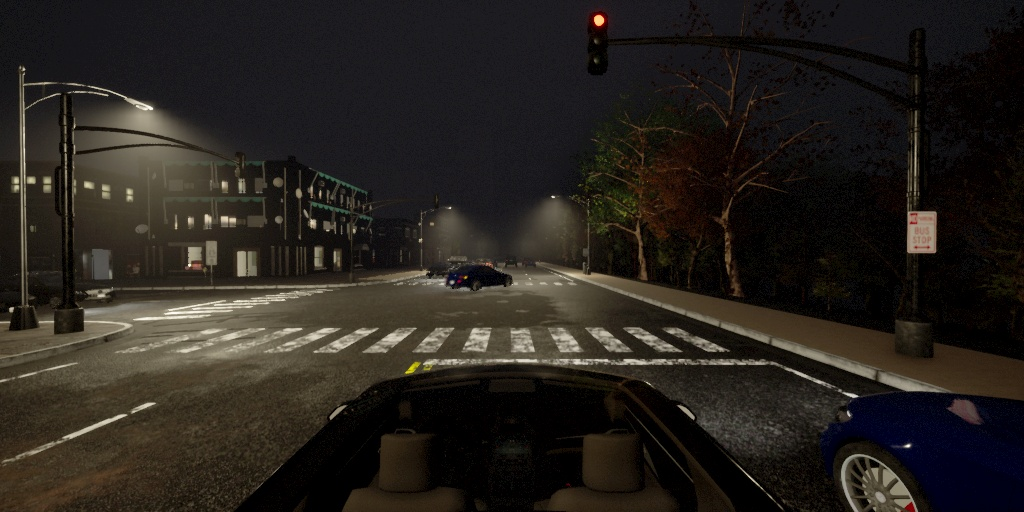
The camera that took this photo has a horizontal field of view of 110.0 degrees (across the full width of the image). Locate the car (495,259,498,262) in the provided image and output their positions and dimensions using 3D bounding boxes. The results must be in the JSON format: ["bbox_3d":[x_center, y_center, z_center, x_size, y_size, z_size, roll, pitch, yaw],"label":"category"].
[{"bbox_3d":[-3.432,1.224,51.293,2.128,1.511,4.902,0,0,0],"label":"car"}]

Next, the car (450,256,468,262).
[{"bbox_3d":[-6.670,0.957,44.245,2.150,2.045,5.566,0,0,0],"label":"car"}]

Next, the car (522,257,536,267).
[{"bbox_3d":[3.232,1.274,63.700,2.033,1.411,5.357,0,0,0],"label":"car"}]

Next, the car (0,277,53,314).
[{"bbox_3d":[-19.969,1.565,12.862,4.313,1.339,1.948,0,0,0],"label":"car"}]

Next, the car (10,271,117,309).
[{"bbox_3d":[-20.157,1.499,15.565,4.674,1.442,1.812,-1,1,0],"label":"car"}]

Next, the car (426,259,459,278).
[{"bbox_3d":[-6.656,1.287,34.008,2.033,1.411,5.357,0,0,0],"label":"car"}]

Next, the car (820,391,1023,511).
[{"bbox_3d":[3.358,1.276,0.895,1.812,1.442,4.674,0,0,1],"label":"car"}]

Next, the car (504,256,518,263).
[{"bbox_3d":[-0.127,0.948,62.936,2.150,2.045,5.566,0,0,0],"label":"car"}]

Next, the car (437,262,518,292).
[{"bbox_3d":[-1.906,1.270,21.467,1.812,1.442,4.674,1,1,38],"label":"car"}]

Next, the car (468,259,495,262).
[{"bbox_3d":[-3.419,1.088,41.261,2.097,1.767,4.553,0,0,0],"label":"car"}]

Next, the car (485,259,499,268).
[{"bbox_3d":[-3.425,1.219,61.712,2.128,1.511,4.902,0,0,0],"label":"car"}]

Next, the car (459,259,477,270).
[{"bbox_3d":[-6.691,1.222,54.648,2.128,1.511,4.902,0,0,0],"label":"car"}]
